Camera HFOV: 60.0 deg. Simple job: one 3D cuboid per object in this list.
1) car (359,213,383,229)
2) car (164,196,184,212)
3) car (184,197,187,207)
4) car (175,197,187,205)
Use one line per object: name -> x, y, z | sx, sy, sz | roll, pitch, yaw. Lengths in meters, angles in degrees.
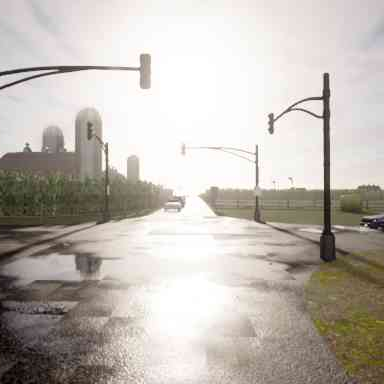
car -> 13.616, 1.725, 21.103 | 5.357, 1.411, 2.033 | 1, -1, -3
car -> -2.271, 1.564, 40.160 | 1.812, 1.442, 4.674 | 0, 0, 1
car -> -2.177, 1.405, 49.987 | 2.097, 1.767, 4.553 | 0, 0, 1
car -> -2.018, 1.626, 62.940 | 2.033, 1.411, 5.357 | 0, 0, 1
